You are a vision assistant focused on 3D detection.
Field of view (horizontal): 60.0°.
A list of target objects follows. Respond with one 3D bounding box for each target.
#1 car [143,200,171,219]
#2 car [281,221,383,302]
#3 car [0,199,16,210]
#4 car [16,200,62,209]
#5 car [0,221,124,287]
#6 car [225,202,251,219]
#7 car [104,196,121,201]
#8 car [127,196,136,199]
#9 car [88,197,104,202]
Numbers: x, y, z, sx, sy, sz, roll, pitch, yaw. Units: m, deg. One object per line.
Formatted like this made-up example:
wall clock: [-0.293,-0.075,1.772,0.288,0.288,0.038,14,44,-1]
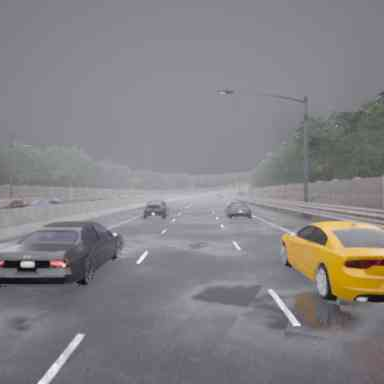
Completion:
car: [-3.000,1.479,28.756,1.837,1.490,4.892,0,0,2]
car: [3.644,1.466,8.312,1.882,1.535,5.008,0,0,1]
car: [-17.143,1.436,30.798,1.882,1.535,5.008,0,0,2]
car: [-13.647,1.440,30.652,1.882,1.535,5.008,0,0,2]
car: [-3.346,1.530,9.332,2.033,1.411,5.357,0,0,1]
car: [4.018,1.547,29.295,1.994,1.385,4.181,0,0,2]
car: [-15.530,1.524,66.981,1.812,1.442,4.674,0,0,3]
car: [-12.048,1.559,66.583,1.994,1.385,4.181,0,0,3]
car: [-19.063,1.579,66.497,1.895,1.301,4.718,0,0,3]
